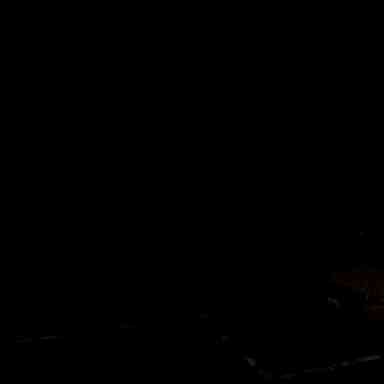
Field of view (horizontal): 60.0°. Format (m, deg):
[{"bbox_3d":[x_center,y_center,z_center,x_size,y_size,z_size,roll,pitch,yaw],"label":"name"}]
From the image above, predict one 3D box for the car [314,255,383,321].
[{"bbox_3d":[4.854,1.676,6.828,4.829,1.417,1.752,0,-1,-19],"label":"car"}]
